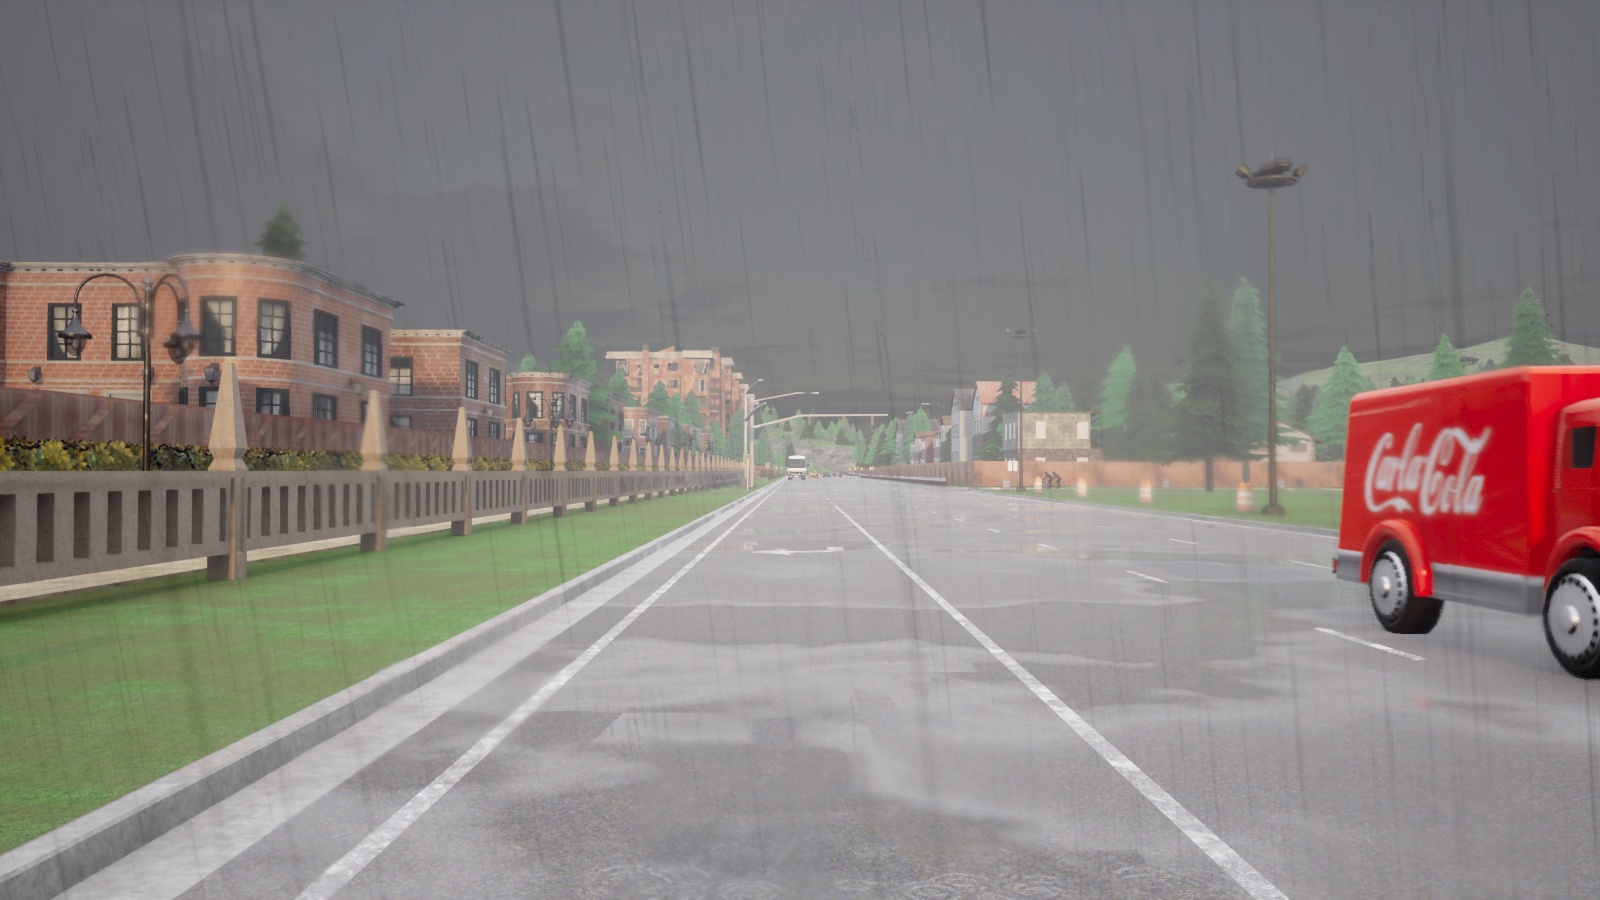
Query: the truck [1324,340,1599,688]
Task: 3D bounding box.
[{"bbox_3d":[6.972,0.483,10.927,2.627,2.467,5.204,0,-1,0],"label":"truck"}]
